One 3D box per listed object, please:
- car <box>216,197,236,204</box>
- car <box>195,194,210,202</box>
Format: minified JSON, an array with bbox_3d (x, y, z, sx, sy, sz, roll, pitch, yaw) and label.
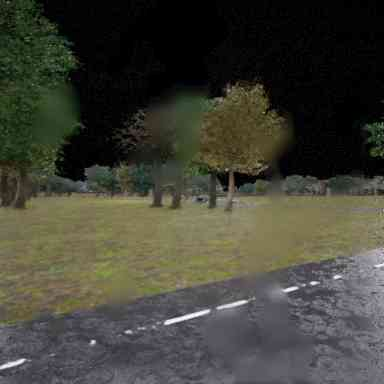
[{"bbox_3d":[6.952,1.732,68.489,1.895,1.301,4.718,1,-1,-33],"label":"car"},{"bbox_3d":[2.648,1.333,74.955,2.097,1.767,4.553,1,0,-34],"label":"car"}]
